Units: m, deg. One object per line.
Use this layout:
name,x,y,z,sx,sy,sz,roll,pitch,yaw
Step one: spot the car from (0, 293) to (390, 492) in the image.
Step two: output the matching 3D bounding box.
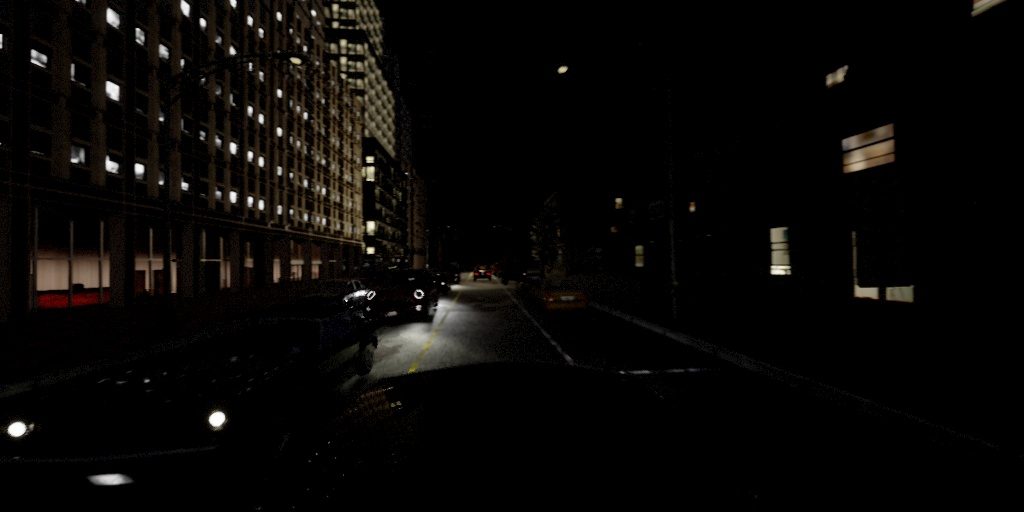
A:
car,-3.295,1.442,4.959,1.895,1.301,4.718,-1,-1,-5

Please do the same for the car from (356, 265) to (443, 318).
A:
car,-4.113,1.332,13.975,2.097,1.767,4.553,-1,-1,-5

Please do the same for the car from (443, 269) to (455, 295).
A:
car,-4.913,1.718,22.903,1.895,1.301,4.718,-1,-1,-5

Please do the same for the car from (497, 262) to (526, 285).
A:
car,0.191,1.474,30.779,2.192,1.841,5.009,0,0,-5

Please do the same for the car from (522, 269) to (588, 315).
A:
car,1.672,1.427,14.407,1.751,1.417,4.829,0,0,-5

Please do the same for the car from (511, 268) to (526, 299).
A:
car,1.189,1.569,19.752,1.802,1.307,4.207,0,0,-5

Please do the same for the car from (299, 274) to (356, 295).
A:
car,-6.658,1.559,13.483,2.007,1.370,4.403,0,0,-5

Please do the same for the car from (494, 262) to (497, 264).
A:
car,-1.306,1.736,47.321,2.192,1.841,5.009,0,0,-5

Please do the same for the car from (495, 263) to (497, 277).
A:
car,-0.823,1.859,41.976,1.751,1.417,4.829,0,0,-5

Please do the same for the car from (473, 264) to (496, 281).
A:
car,-3.088,1.853,37.717,2.033,1.411,5.357,-1,-1,-5

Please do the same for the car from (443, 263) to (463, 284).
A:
car,-5.773,1.622,32.670,2.097,1.767,4.553,-1,-1,-5
